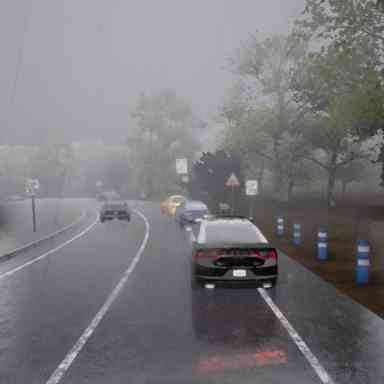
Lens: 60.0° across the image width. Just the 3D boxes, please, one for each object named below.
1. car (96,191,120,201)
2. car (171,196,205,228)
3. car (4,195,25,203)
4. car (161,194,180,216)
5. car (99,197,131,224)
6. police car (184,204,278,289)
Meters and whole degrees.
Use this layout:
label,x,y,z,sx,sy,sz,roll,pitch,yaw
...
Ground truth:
label,x,y,z,sx,sy,sz,roll,pitch,yaw
car,-11.733,0.610,46.444,2.033,1.411,5.357,-5,3,-35
car,0.038,1.201,19.362,1.812,1.442,4.674,-1,2,-8
car,-33.055,1.267,61.830,4.181,1.385,1.994,-2,4,32
car,-1.216,0.937,25.693,1.801,1.575,5.366,-2,2,-14
car,-5.031,1.264,22.157,1.895,1.301,4.718,-1,2,-12
police car,0.866,1.369,9.187,1.930,1.638,5.238,0,1,-2
